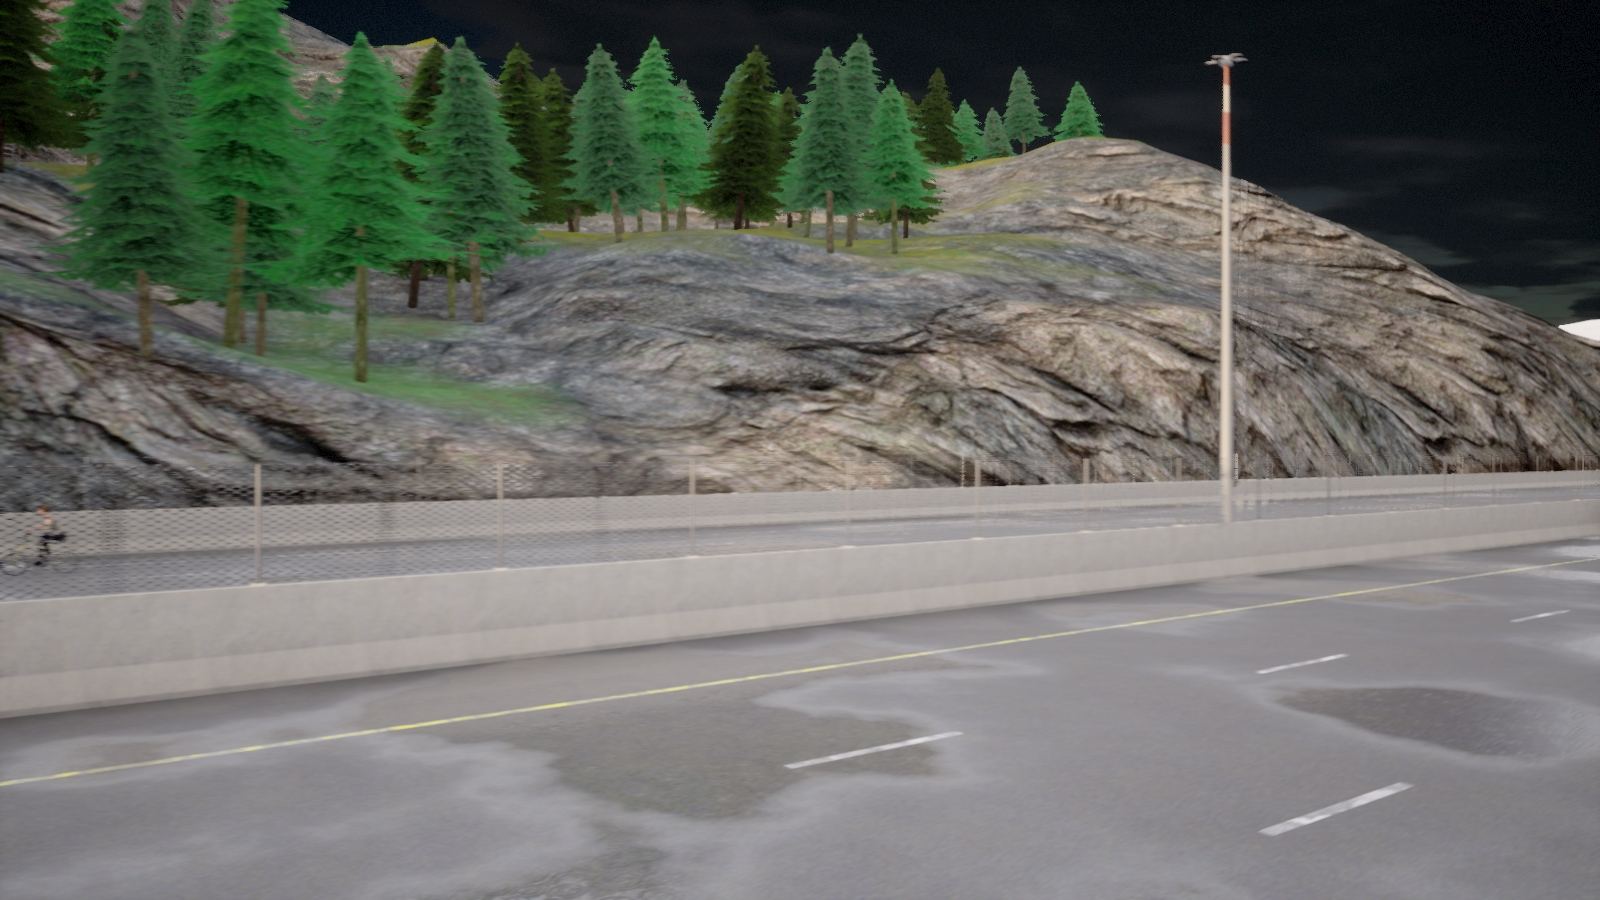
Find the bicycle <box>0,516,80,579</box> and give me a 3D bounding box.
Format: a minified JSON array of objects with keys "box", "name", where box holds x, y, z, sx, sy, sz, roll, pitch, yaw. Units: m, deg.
[{"box":[-17.183,2.181,25.846,1.487,1.295,0.859,0,0,-35],"name":"bicycle"}]
